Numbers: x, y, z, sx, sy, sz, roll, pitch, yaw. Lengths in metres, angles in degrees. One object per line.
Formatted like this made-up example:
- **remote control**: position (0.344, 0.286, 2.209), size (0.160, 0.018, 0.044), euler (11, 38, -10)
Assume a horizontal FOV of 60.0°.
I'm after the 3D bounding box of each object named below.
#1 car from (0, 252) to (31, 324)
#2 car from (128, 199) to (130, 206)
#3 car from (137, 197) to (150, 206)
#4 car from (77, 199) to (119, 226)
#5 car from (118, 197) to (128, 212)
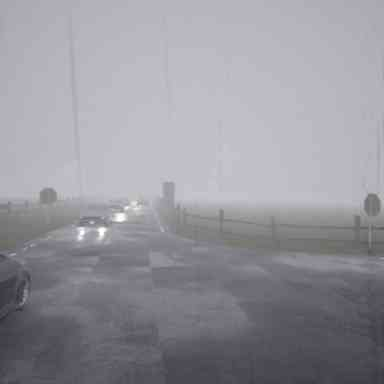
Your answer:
- **car**: position (-3.870, 1.501, 4.689), size (1.994, 1.385, 4.181), euler (1, 0, -8)
- **car**: position (-10.321, 1.438, 50.122), size (1.994, 1.385, 4.181), euler (1, 0, -8)
- **car**: position (-7.725, 1.490, 52.578), size (1.994, 1.385, 4.181), euler (1, 0, -8)
- **car**: position (-6.472, 1.467, 22.920), size (2.033, 1.411, 5.357), euler (1, 0, -8)
- **car**: position (-8.497, 1.499, 37.132), size (1.895, 1.301, 4.718), euler (1, 0, -8)
